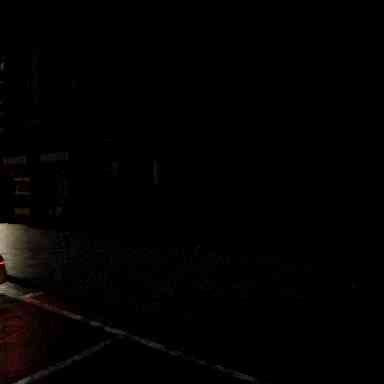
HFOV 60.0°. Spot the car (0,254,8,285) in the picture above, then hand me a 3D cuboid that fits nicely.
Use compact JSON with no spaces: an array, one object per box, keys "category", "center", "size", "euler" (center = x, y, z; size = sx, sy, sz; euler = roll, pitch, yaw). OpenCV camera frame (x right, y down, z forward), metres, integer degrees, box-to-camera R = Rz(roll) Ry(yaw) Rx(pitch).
[{"category":"car","center":[-6.368,1.453,7.796],"size":[5.366,1.575,1.801],"euler":[0,0,35]}]
